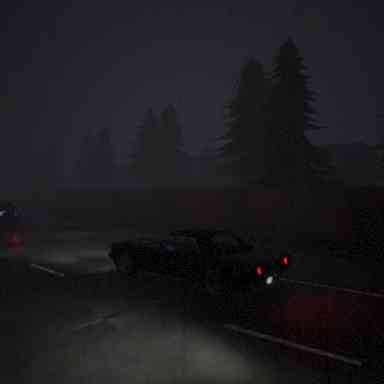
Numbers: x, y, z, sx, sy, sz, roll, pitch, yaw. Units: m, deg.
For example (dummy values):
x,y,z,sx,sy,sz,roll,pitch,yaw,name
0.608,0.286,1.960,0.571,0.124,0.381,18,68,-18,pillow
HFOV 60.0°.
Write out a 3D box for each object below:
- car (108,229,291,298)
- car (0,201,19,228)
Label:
x,y,z,sx,sy,sz,roll,pitch,yaw,name
-0.044,1.617,8.607,4.718,1.301,1.895,0,0,39,car
-12.684,1.323,21.304,2.097,1.767,4.553,0,0,-40,car
